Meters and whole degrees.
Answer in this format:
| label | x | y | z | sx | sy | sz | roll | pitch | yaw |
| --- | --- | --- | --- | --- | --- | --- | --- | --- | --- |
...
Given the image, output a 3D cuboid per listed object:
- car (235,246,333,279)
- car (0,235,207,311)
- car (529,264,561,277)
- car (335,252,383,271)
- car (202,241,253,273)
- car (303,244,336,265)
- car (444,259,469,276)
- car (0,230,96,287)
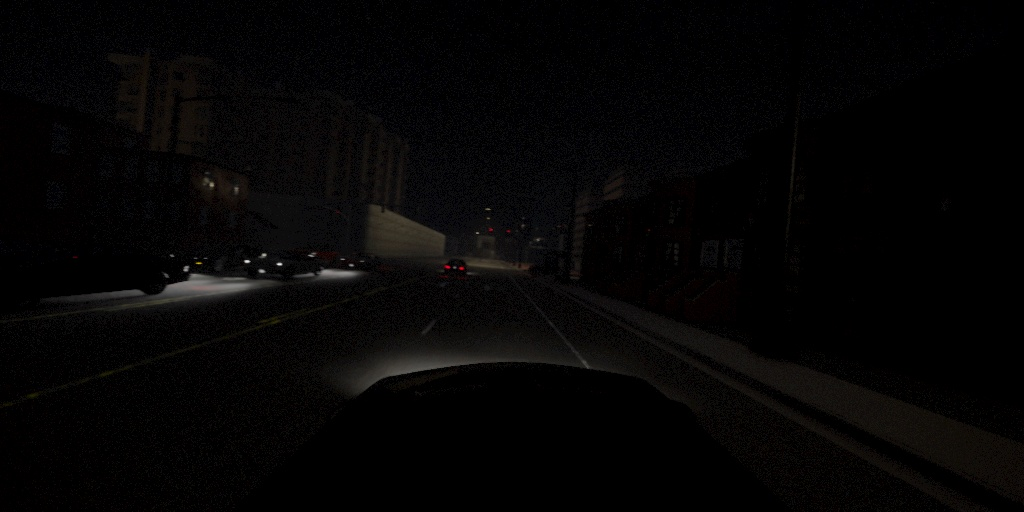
| label | x | y | z | sx | sy | sz | roll | pitch | yaw |
| --- | --- | --- | --- | --- | --- | --- | --- | --- | --- |
| car | -11.421 | 0.386 | 18.433 | 1.895 | 1.301 | 4.718 | 5 | 0 | -3 |
| car | -10.894 | 0.334 | 8.891 | 2.033 | 1.411 | 5.357 | 5 | 0 | -3 |
| car | 4.758 | 1.888 | 48.591 | 5.008 | 1.535 | 1.882 | 5 | -2 | -14 |
| car | -11.970 | 0.386 | 28.758 | 1.895 | 1.301 | 4.718 | 5 | 0 | -3 |
| car | -14.905 | -0.028 | 18.517 | 1.837 | 1.490 | 4.892 | 5 | 0 | -3 |
| car | -15.396 | -0.181 | 27.967 | 2.097 | 1.767 | 4.553 | 5 | 0 | -3 |
| car | -4.965 | 0.989 | 32.157 | 2.033 | 1.411 | 5.357 | 5 | 0 | -5 |
| car | -14.365 | 0.017 | 8.804 | 2.033 | 1.411 | 5.357 | 5 | 0 | -1 |
